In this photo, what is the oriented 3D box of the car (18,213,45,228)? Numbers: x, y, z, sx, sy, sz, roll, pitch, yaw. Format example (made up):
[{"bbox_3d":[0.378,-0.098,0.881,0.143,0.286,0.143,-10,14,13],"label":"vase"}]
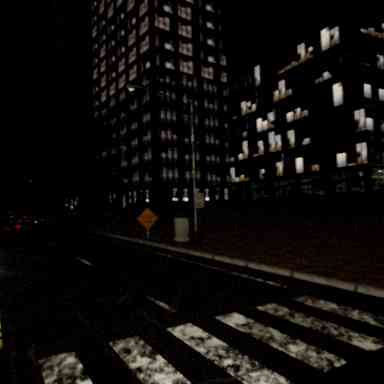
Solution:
[{"bbox_3d":[-17.987,3.304,37.639,1.994,1.385,4.181,0,-2,-34],"label":"car"}]

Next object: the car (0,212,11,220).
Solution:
[{"bbox_3d":[-38.445,4.862,67.736,1.882,1.535,5.008,0,-3,-37],"label":"car"}]

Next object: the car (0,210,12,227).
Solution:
[{"bbox_3d":[-23.811,3.221,40.477,2.150,2.045,5.566,0,-2,-34],"label":"car"}]

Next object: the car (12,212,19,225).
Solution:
[{"bbox_3d":[-23.690,3.680,45.881,2.128,1.511,4.902,0,-2,-35],"label":"car"}]

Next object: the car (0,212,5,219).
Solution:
[{"bbox_3d":[-42.134,5.188,72.527,1.812,1.442,4.674,0,-3,-38],"label":"car"}]

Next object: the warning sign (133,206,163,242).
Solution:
[{"bbox_3d":[-2.533,1.789,18.968,1.300,1.860,1.060,-1,-3,-32],"label":"warning sign"}]

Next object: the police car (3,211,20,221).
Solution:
[{"bbox_3d":[-32.461,4.355,59.760,1.930,1.638,5.238,0,-3,-36],"label":"police car"}]
